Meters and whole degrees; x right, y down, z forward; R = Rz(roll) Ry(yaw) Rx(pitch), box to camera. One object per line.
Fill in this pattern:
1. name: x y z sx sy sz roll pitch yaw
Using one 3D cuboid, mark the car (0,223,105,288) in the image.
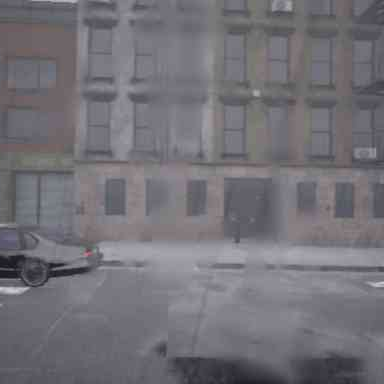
1. car: -5.061 1.513 8.571 5.357 1.411 2.033 2 -1 -4
